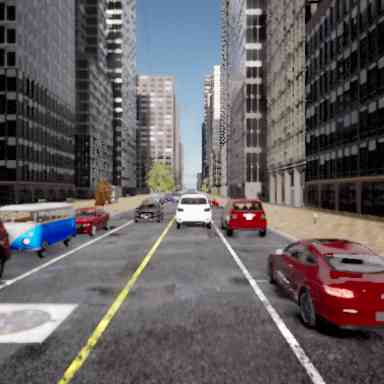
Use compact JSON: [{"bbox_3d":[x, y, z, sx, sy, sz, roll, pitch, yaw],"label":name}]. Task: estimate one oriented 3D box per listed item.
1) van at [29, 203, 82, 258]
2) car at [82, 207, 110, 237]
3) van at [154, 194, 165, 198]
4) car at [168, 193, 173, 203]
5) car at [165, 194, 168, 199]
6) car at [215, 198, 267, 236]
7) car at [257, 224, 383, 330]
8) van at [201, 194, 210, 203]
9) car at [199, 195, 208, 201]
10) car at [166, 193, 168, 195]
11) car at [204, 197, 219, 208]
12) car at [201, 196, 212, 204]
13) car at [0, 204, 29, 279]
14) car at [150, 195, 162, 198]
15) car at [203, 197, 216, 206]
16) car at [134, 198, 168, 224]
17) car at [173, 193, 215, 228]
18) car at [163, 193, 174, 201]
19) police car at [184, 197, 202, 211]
[{"bbox_3d":[-5.690,1.328,12.367,1.690,1.788,3.998,0,0,0],"label":"van"},{"bbox_3d":[-5.689,1.524,18.035,1.887,1.381,4.507,0,0,0],"label":"car"},{"bbox_3d":[-5.684,1.271,52.044,1.690,1.788,3.998,0,0,0],"label":"van"},{"bbox_3d":[-3.003,1.128,65.122,2.150,2.045,5.566,0,0,0],"label":"car"},{"bbox_3d":[-5.683,1.485,57.714,1.947,1.339,4.313,0,0,0],"label":"car"},{"bbox_3d":[2.692,1.294,18.033,2.192,1.841,5.009,0,0,0],"label":"car"},{"bbox_3d":[2.690,1.575,6.697,1.802,1.307,4.206,0,0,0],"label":"car"},{"bbox_3d":[2.700,1.233,69.050,1.690,1.788,3.998,0,0,0],"label":"van"},{"bbox_3d":[2.701,1.410,80.386,1.887,1.381,4.507,0,0,0],"label":"car"},{"bbox_3d":[-5.680,1.445,74.720,1.947,1.339,4.313,0,0,0],"label":"car"},{"bbox_3d":[2.696,1.482,46.375,1.887,1.381,4.507,0,0,0],"label":"car"},{"bbox_3d":[2.699,1.488,63.382,1.802,1.307,4.206,0,0,0],"label":"car"},{"bbox_3d":[-5.691,1.308,6.699,2.192,1.841,5.009,0,0,0],"label":"car"},{"bbox_3d":[-5.685,1.504,46.376,1.947,1.339,4.313,0,0,0],"label":"car"},{"bbox_3d":[2.697,1.511,52.043,1.802,1.307,4.206,0,0,0],"label":"car"},{"bbox_3d":[-3.096,1.474,24.843,1.837,1.490,4.892,0,0,0],"label":"car"},{"bbox_3d":[0.105,1.197,22.110,2.150,2.045,5.566,0,0,0],"label":"car"},{"bbox_3d":[-5.679,1.180,80.387,2.192,1.841,5.009,0,0,0],"label":"car"},{"bbox_3d":[0.105,1.450,41.420,2.038,1.542,4.974,0,0,0],"label":"police car"}]
